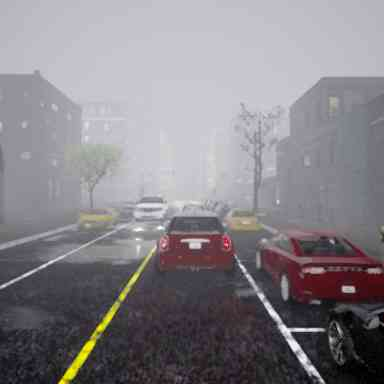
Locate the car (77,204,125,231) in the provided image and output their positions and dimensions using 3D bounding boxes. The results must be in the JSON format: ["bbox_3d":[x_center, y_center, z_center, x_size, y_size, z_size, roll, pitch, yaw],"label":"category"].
[{"bbox_3d":[-5.749,1.535,20.831,1.752,1.417,4.829,1,0,0],"label":"car"}]

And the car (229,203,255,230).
[{"bbox_3d":[2.761,1.534,19.217,1.752,1.417,4.829,0,0,0],"label":"car"}]

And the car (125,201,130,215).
[{"bbox_3d":[-5.801,1.568,32.066,2.008,1.369,4.403,0,0,0],"label":"car"}]

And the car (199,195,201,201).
[{"bbox_3d":[2.821,1.518,90.457,1.967,1.590,4.097,0,0,0],"label":"car"}]

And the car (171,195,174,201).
[{"bbox_3d":[-5.762,1.625,91.680,1.887,1.381,4.507,0,0,0],"label":"car"}]

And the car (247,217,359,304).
[{"bbox_3d":[2.706,1.548,7.981,1.887,1.381,4.507,0,0,0],"label":"car"}]

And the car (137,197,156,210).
[{"bbox_3d":[-5.806,1.466,42.885,1.967,1.590,4.097,0,0,0],"label":"car"}]

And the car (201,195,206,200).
[{"bbox_3d":[2.834,1.579,52.986,1.887,1.381,4.507,0,0,0],"label":"car"}]

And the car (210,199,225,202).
[{"bbox_3d":[2.802,1.564,27.438,2.008,1.369,4.403,0,0,0],"label":"car"}]

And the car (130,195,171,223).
[{"bbox_3d":[-3.098,1.235,26.243,2.150,2.045,5.566,0,0,0],"label":"car"}]

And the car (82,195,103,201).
[{"bbox_3d":[-19.987,1.210,66.326,4.507,1.381,1.887,1,-2,-1],"label":"car"}]

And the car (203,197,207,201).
[{"bbox_3d":[2.833,1.608,43.985,1.802,1.307,4.206,0,0,0],"label":"car"}]

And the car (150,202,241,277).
[{"bbox_3d":[0.090,1.357,10.447,2.097,1.767,4.553,0,0,0],"label":"car"}]

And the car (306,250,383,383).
[{"bbox_3d":[2.698,1.567,2.754,1.947,1.339,4.313,0,0,0],"label":"car"}]

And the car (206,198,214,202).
[{"bbox_3d":[2.832,1.585,34.983,1.947,1.339,4.313,0,0,0],"label":"car"}]
